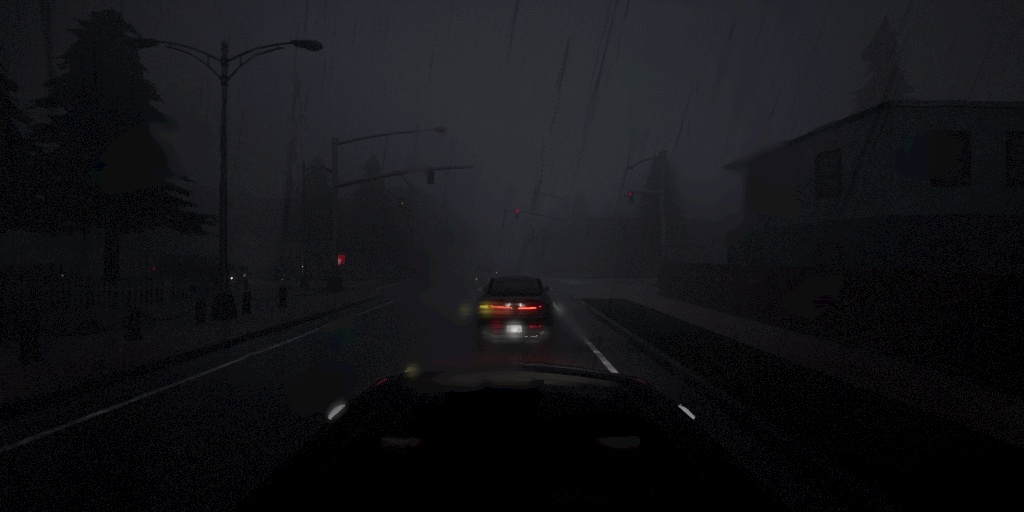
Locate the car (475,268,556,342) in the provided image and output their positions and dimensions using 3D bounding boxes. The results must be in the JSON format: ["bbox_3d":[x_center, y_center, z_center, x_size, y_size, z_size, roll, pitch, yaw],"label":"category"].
[{"bbox_3d":[0.092,1.255,9.729,1.837,1.490,4.892,0,0,0],"label":"car"}]

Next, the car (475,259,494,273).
[{"bbox_3d":[-3.495,1.276,44.179,1.812,1.442,4.674,0,0,-1],"label":"car"}]

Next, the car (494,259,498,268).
[{"bbox_3d":[-3.460,1.276,54.315,1.812,1.442,4.674,0,0,0],"label":"car"}]

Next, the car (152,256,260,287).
[{"bbox_3d":[-20.665,0.987,24.039,5.566,2.045,2.150,0,0,-1],"label":"car"}]

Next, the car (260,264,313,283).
[{"bbox_3d":[-17.881,1.329,27.826,4.181,1.385,1.994,0,0,-2],"label":"car"}]

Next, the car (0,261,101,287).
[{"bbox_3d":[-31.103,1.257,23.763,4.902,1.511,2.128,0,0,-1],"label":"car"}]
